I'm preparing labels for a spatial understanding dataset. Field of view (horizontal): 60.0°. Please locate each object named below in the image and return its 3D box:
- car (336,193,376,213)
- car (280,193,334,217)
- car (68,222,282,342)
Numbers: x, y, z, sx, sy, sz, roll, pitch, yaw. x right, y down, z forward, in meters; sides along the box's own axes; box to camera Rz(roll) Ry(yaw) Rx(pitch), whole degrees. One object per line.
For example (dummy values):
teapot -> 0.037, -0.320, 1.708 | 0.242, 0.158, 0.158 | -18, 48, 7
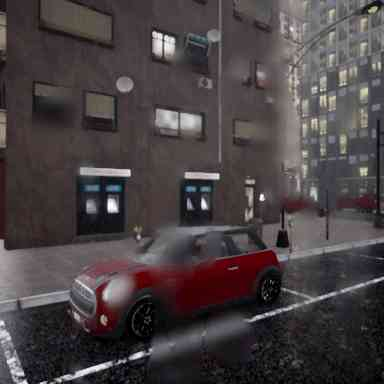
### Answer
car -> 15.424, 1.017, 32.300 | 2.192, 1.841, 5.009 | 1, 0, -36
car -> 8.680, 1.000, 27.326 | 2.192, 1.841, 5.009 | 2, 0, -36
car -> -0.197, 1.439, 6.416 | 4.097, 1.590, 1.967 | 0, 0, -35
